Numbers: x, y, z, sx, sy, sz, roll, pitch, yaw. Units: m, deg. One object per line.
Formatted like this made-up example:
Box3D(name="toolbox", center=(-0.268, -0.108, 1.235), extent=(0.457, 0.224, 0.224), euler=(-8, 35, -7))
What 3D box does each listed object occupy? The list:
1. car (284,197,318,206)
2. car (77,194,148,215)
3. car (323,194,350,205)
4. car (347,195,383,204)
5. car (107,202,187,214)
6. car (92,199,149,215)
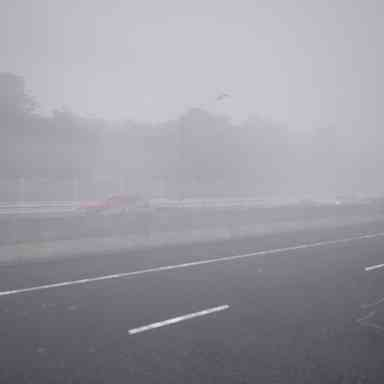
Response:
Box3D(name="car", center=(12.552, 1.304, 38.146), extent=(4.674, 1.442, 1.812), euler=(-1, 0, -34))
Box3D(name="car", center=(-5.841, 1.176, 25.559), extent=(5.566, 2.045, 2.150), euler=(0, 0, -35))
Box3D(name="car", center=(16.495, 1.092, 36.570), extent=(4.553, 1.767, 2.097), euler=(-1, 1, -33))
Box3D(name="car", center=(18.149, 1.257, 33.470), extent=(4.892, 1.490, 1.837), euler=(0, 0, -33))
Box3D(name="car", center=(-1.930, 1.507, 19.755), extent=(5.357, 1.411, 2.033), euler=(0, 0, -35))
Box3D(name="car", center=(-3.857, 1.449, 22.671), extent=(4.902, 1.511, 2.128), euler=(0, 0, -35))
